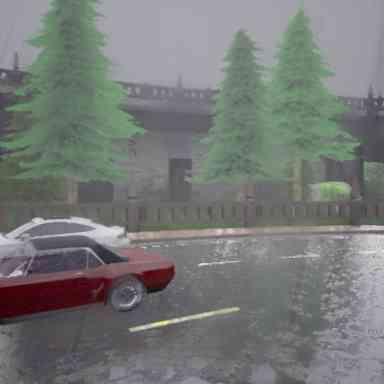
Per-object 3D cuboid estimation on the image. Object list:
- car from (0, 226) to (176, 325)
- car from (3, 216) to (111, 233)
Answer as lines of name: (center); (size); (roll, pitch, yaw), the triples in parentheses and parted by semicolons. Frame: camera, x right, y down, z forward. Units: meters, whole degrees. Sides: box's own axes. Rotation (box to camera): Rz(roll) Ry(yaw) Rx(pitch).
car: (-2.778, 1.522, 6.053); (4.718, 1.301, 1.895); (0, 1, -31)
car: (-4.055, 1.409, 9.185); (4.674, 1.442, 1.812); (0, 0, -30)
